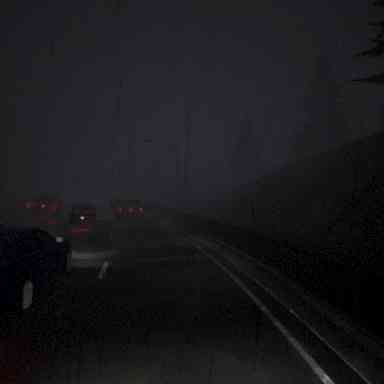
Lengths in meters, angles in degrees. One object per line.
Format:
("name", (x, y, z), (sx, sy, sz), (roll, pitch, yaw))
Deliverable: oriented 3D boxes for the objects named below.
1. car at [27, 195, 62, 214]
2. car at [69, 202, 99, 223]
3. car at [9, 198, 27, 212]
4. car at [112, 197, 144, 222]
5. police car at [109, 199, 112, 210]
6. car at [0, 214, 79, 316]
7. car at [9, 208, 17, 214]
("car", (-13.548, 1.305, 31.232), (2.150, 2.045, 5.566), (0, 0, -16))
("car", (-8.364, 1.562, 25.719), (1.837, 1.490, 4.892), (0, 0, -16))
("car", (-18.941, 1.462, 37.365), (2.097, 1.767, 4.553), (0, 0, -16))
("car", (-5.236, 1.397, 27.486), (2.097, 1.767, 4.553), (0, 0, -15))
("police car", (-9.816, 1.503, 43.582), (1.930, 1.638, 5.238), (0, 0, -16))
("car", (-4.130, 1.501, 7.447), (1.882, 1.535, 5.008), (0, 0, -6))
("car", (-8.662, 1.573, 13.043), (1.812, 1.442, 4.674), (0, 0, -12))
